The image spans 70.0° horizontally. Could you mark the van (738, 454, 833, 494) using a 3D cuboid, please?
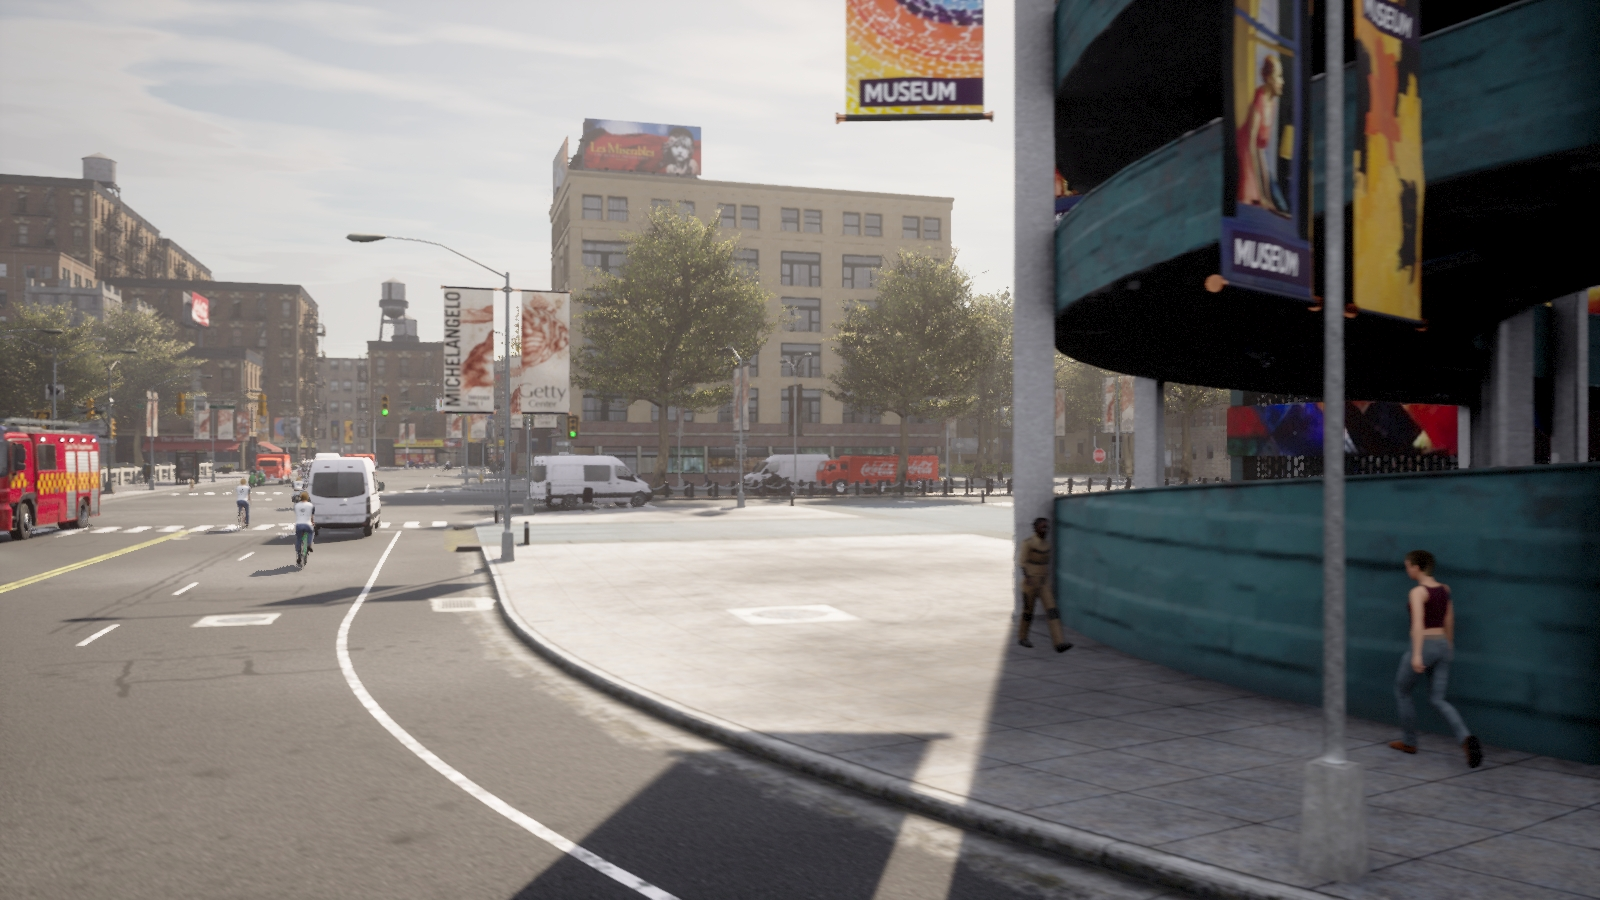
[{"bbox_3d":[-0.965,1.553,75.079,5.915,2.561,1.988,0,0,-17],"label":"van"}]

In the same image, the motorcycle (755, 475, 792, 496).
[{"bbox_3d":[-1.652,2.223,71.207,2.209,1.251,0.867,0,0,-17],"label":"motorcycle"}]

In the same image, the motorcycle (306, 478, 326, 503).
[{"bbox_3d":[-26.092,2.180,61.603,0.764,1.277,2.356,0,0,-17],"label":"motorcycle"}]

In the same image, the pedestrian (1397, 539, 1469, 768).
[{"bbox_3d":[5.365,1.700,9.691,0.375,1.860,0.375,0,0,-20],"label":"pedestrian"}]

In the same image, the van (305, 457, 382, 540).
[{"bbox_3d":[-15.557,1.542,39.200,1.988,2.561,5.915,0,0,-17],"label":"van"}]

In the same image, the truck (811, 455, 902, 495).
[{"bbox_3d":[3.593,1.590,72.836,5.204,2.467,2.627,0,0,-17],"label":"truck"}]

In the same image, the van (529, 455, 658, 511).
[{"bbox_3d":[-9.996,1.546,55.593,5.915,2.561,1.988,0,-1,-37],"label":"van"}]

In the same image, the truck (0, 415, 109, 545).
[{"bbox_3d":[-25.706,0.895,37.489,2.891,3.827,8.468,0,0,-15],"label":"truck"}]

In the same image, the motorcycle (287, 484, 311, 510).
[{"bbox_3d":[-23.914,2.222,54.531,0.803,1.145,2.033,0,0,-17],"label":"motorcycle"}]

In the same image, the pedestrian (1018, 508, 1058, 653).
[{"bbox_3d":[3.134,1.703,15.072,0.375,1.860,0.375,0,0,-22],"label":"pedestrian"}]

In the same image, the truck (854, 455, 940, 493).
[{"bbox_3d":[6.576,1.590,77.430,5.204,2.467,2.627,0,0,-17],"label":"truck"}]
